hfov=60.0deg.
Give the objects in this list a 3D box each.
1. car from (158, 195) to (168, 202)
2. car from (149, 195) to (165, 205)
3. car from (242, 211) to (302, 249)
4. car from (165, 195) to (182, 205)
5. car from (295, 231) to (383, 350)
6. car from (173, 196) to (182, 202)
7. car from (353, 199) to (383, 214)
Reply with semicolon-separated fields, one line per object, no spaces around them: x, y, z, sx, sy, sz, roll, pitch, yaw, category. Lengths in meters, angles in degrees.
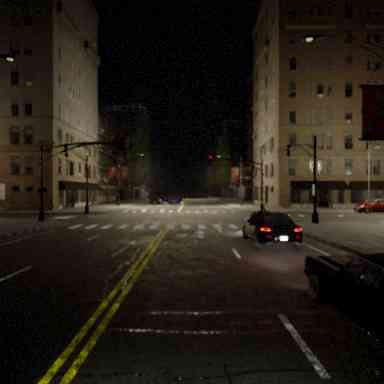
-6.488;1.494;75.472;1.882;1.535;5.008;0;0;0;car
-6.528;1.520;59.984;1.837;1.490;4.892;0;0;1;car
3.353;1.533;14.409;1.812;1.442;4.674;0;0;0;car
-3.278;1.494;60.003;1.882;1.535;5.008;0;0;1;car
3.350;1.604;5.242;1.895;1.301;4.718;0;0;0;car
-3.238;1.611;75.453;1.895;1.301;4.718;0;0;0;car
18.922;1.435;34.355;4.097;1.590;1.967;0;0;0;car
